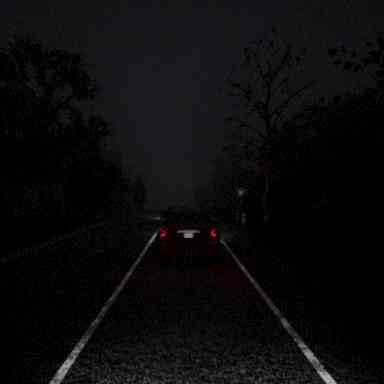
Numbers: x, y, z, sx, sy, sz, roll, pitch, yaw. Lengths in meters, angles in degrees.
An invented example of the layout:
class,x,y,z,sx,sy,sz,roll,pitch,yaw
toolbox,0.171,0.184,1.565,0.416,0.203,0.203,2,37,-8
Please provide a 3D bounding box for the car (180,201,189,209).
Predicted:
class,x,y,z,sx,sy,sz,roll,pitch,yaw
car,-1.970,3.271,84.457,2.097,1.767,4.553,0,-2,-1

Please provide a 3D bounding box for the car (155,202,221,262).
class,x,y,z,sx,sy,sz,roll,pitch,yaw
car,-0.138,1.361,12.375,2.097,1.767,4.553,0,0,-1

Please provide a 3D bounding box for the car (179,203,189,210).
class,x,y,z,sx,sy,sz,roll,pitch,yaw
car,-1.718,3.150,74.293,2.128,1.511,4.902,0,-2,-1

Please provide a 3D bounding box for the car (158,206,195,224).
class,x,y,z,sx,sy,sz,roll,pitch,yaw
car,-1.398,1.775,27.013,1.895,1.301,4.718,0,-2,-17
